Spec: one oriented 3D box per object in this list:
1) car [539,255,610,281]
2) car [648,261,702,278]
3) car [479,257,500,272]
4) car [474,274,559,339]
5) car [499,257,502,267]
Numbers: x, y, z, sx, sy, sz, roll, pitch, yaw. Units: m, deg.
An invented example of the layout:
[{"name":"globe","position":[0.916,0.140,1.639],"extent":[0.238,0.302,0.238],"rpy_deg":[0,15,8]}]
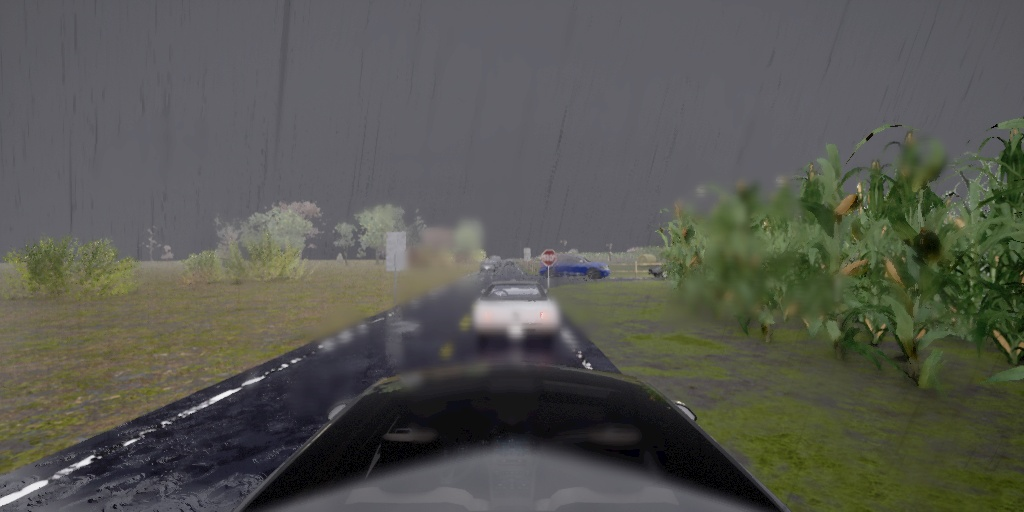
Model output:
[{"name":"car","position":[4.911,0.904,28.645],"extent":[5.566,2.045,2.150],"rpy_deg":[-1,0,21]},{"name":"car","position":[14.388,1.129,31.123],"extent":[4.892,1.490,1.837],"rpy_deg":[-1,-1,-1]},{"name":"car","position":[-3.000,1.256,45.089],"extent":[2.128,1.511,4.902],"rpy_deg":[0,0,-1]},{"name":"car","position":[0.099,1.351,10.107],"extent":[1.895,1.301,4.718],"rpy_deg":[0,0,0]},{"name":"car","position":[-3.134,1.273,57.945],"extent":[2.128,1.511,4.902],"rpy_deg":[0,0,0]}]
